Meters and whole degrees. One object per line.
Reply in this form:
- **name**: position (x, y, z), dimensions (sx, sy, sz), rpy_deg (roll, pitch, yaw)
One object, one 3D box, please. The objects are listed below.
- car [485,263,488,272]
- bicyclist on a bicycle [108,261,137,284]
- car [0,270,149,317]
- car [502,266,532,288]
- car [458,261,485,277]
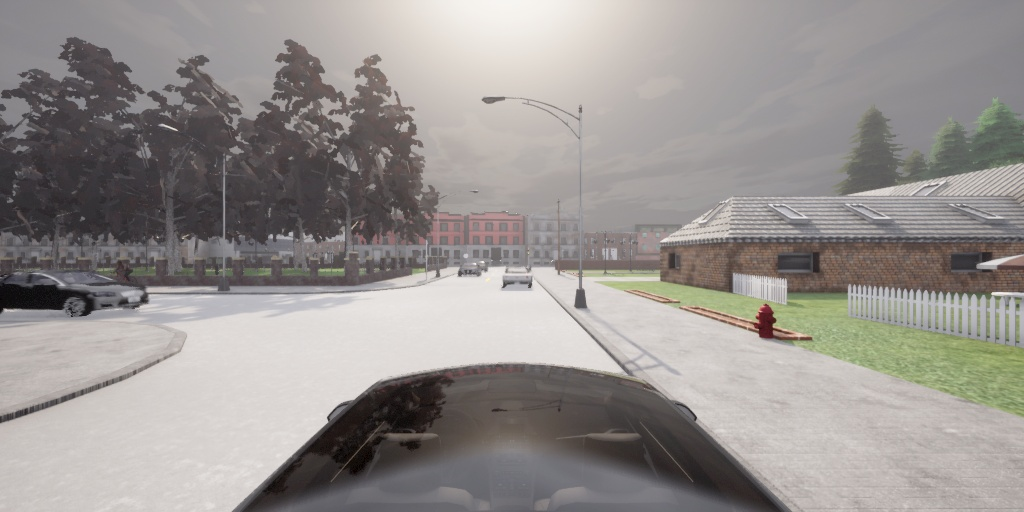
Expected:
- **car**: position (-4.108, 1.314, 45.581), dimensions (1.994, 1.385, 4.181), rpy_deg (0, 0, 0)
- **bicyclist on a bicycle**: position (-22.656, 1.099, 20.842), dimensions (0.582, 1.620, 1.656), rpy_deg (0, 0, 0)
- **car**: position (-15.582, 1.241, 12.457), dimensions (4.902, 1.511, 2.128), rpy_deg (0, 0, 0)
- **car**: position (0.303, 1.351, 24.027), dimensions (1.895, 1.301, 4.718), rpy_deg (0, 0, 0)
- **car**: position (-4.124, 1.314, 35.596), dimensions (1.994, 1.385, 4.181), rpy_deg (0, 0, 0)
